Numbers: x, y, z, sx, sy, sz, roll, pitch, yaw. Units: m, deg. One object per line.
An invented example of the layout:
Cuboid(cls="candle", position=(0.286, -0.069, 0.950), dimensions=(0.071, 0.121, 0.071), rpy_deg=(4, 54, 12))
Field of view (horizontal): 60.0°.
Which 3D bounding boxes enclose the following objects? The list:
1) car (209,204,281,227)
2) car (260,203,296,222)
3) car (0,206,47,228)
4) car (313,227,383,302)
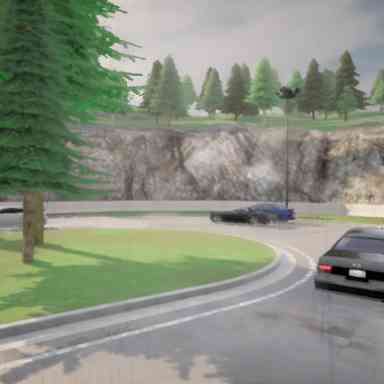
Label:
Cuboid(cls="car", position=(3.596, 1.724, 24.067), dimensions=(4.718, 1.301, 1.895), rpy_deg=(0, 0, 35))
Cuboid(cls="car", position=(5.673, 1.624, 26.550), dimensions=(5.008, 1.535, 1.882), rpy_deg=(0, -1, 37))
Cuboid(cls="car", position=(-10.976, 1.542, 19.475), dimensions=(4.674, 1.442, 1.812), rpy_deg=(1, -1, -43))
Cuboid(cls="car", position=(4.634, 1.610, 8.338), dimensions=(2.033, 1.411, 5.357), rpy_deg=(0, 0, 37))
